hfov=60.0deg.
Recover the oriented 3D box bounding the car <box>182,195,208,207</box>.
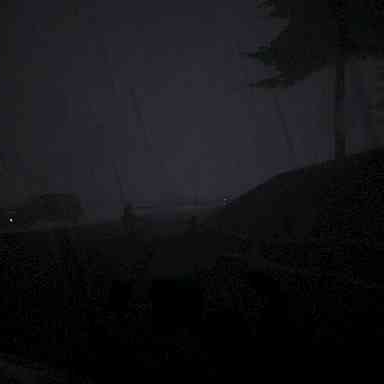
[{"bbox_3d":[0.978,1.261,44.493,1.994,1.385,4.181,0,0,33],"label":"car"}]

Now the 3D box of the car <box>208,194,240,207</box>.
[{"bbox_3d":[4.435,1.039,43.401,2.097,1.767,4.553,0,1,33],"label":"car"}]

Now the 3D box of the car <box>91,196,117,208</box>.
[{"bbox_3d":[-11.908,1.289,43.806,1.812,1.442,4.674,0,0,32],"label":"car"}]

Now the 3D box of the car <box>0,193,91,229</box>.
[{"bbox_3d":[-9.571,1.122,21.252,2.150,2.045,5.566,0,1,32],"label":"car"}]

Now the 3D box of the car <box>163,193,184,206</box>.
[{"bbox_3d":[-1.667,1.201,46.854,1.837,1.490,4.892,0,0,33],"label":"car"}]
